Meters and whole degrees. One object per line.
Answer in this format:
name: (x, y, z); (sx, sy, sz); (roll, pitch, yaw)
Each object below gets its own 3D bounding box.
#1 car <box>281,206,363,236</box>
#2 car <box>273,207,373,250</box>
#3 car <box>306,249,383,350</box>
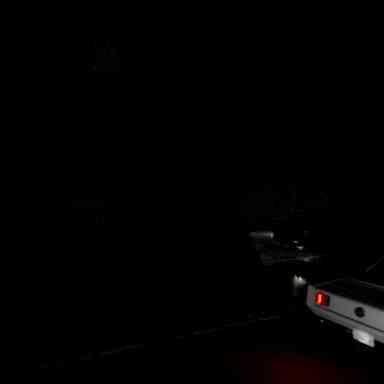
car: (7.325, 1.564, 18.704); (4.181, 1.385, 1.994); (0, 0, -26)
car: (5.720, 1.477, 14.054); (5.008, 1.535, 1.882); (0, 0, -26)
car: (4.214, 1.601, 5.299); (4.718, 1.301, 1.895); (0, 0, -26)
